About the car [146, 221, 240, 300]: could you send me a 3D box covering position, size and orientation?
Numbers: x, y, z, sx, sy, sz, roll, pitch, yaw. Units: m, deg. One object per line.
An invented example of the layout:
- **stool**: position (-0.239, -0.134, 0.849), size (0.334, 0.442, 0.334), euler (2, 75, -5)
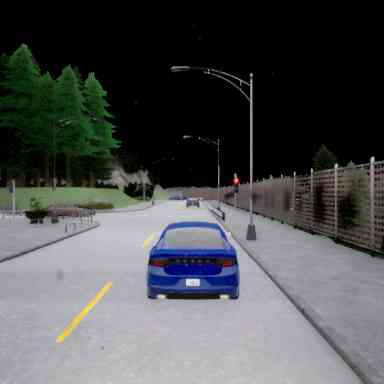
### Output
- **car**: position (0.037, 1.476, 8.457), size (1.882, 1.535, 5.008), euler (0, 0, 1)

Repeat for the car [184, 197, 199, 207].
- **car**: position (0.124, 1.515, 50.383), size (1.812, 1.442, 4.674), euler (0, 0, 0)

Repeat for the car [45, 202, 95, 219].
- **car**: position (-10.565, 1.558, 28.737), size (4.181, 1.385, 1.994), euler (0, 0, 5)

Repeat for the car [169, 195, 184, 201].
- **car**: position (-3.810, 1.521, 87.951), size (5.357, 1.411, 2.033), euler (0, 0, 40)
